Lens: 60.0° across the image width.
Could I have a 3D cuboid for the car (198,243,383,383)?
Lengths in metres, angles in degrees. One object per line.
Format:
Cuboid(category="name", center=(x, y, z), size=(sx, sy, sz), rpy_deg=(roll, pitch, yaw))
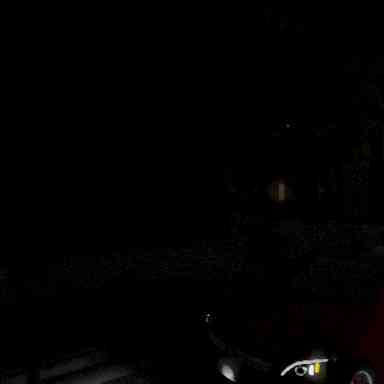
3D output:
Cuboid(category="car", center=(2.263, 1.523, 4.652), size=(4.674, 1.442, 1.812), rpy_deg=(0, 0, -35))
